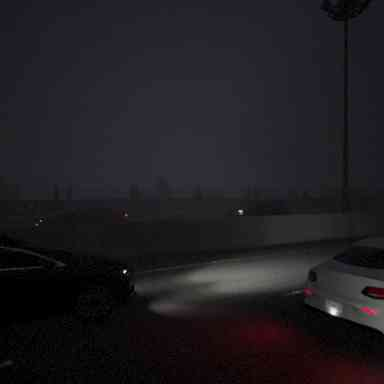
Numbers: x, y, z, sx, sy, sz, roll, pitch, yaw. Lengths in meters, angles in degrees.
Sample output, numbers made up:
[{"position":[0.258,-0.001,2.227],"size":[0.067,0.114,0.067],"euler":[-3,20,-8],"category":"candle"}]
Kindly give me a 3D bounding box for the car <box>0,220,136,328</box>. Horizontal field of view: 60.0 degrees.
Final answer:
[{"position":[-3.354,1.468,5.493],"size":[4.902,1.511,2.128],"euler":[0,0,-35],"category":"car"}]

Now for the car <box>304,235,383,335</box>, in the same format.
[{"position":[4.072,1.518,6.107],"size":[4.674,1.442,1.812],"euler":[0,0,-31],"category":"car"}]

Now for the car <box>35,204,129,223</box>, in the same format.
[{"position":[-6.597,1.477,20.363],"size":[5.357,1.411,2.033],"euler":[0,0,-32],"category":"car"}]

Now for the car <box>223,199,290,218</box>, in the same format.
[{"position":[4.308,1.302,22.280],"size":[4.553,1.767,2.097],"euler":[0,0,-26],"category":"car"}]
